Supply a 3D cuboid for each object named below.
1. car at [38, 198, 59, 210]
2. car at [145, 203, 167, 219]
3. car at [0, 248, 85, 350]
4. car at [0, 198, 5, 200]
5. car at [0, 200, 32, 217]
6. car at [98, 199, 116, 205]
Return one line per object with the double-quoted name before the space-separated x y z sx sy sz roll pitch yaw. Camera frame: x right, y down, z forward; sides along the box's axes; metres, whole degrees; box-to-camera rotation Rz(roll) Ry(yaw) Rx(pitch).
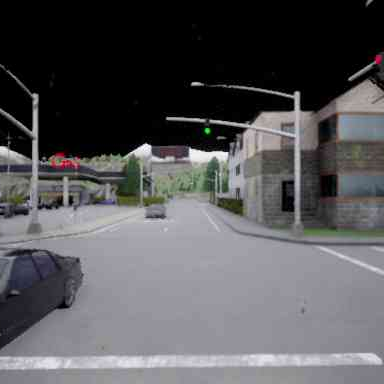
"car" -22.644 1.877 52.874 1.905 1.878 3.866 0 -1 0
"car" -3.512 1.939 33.050 1.837 1.490 4.892 0 1 0
"car" -3.500 1.736 5.816 2.033 1.411 5.357 0 -3 0
"car" -25.907 1.807 44.996 1.932 1.855 4.605 0 -1 0
"car" -18.935 1.893 35.005 2.007 1.523 4.514 0 -1 0
"car" -22.202 2.670 86.869 4.611 1.667 2.242 0 -1 0
